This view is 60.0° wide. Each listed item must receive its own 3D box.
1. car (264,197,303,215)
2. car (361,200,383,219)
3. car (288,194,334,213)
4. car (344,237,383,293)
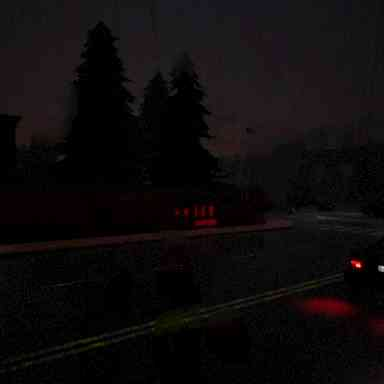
[{"bbox_3d":[8.207,1.491,33.464,2.128,1.511,4.902,0,0,-35],"label":"car"},{"bbox_3d":[16.708,1.477,27.478,1.882,1.535,5.008,0,0,-35],"label":"car"},{"bbox_3d":[13.426,1.221,38.217,2.150,2.045,5.566,0,0,-35],"label":"car"},{"bbox_3d":[5.788,1.547,7.900,5.357,1.411,2.033,0,0,-35],"label":"car"}]
